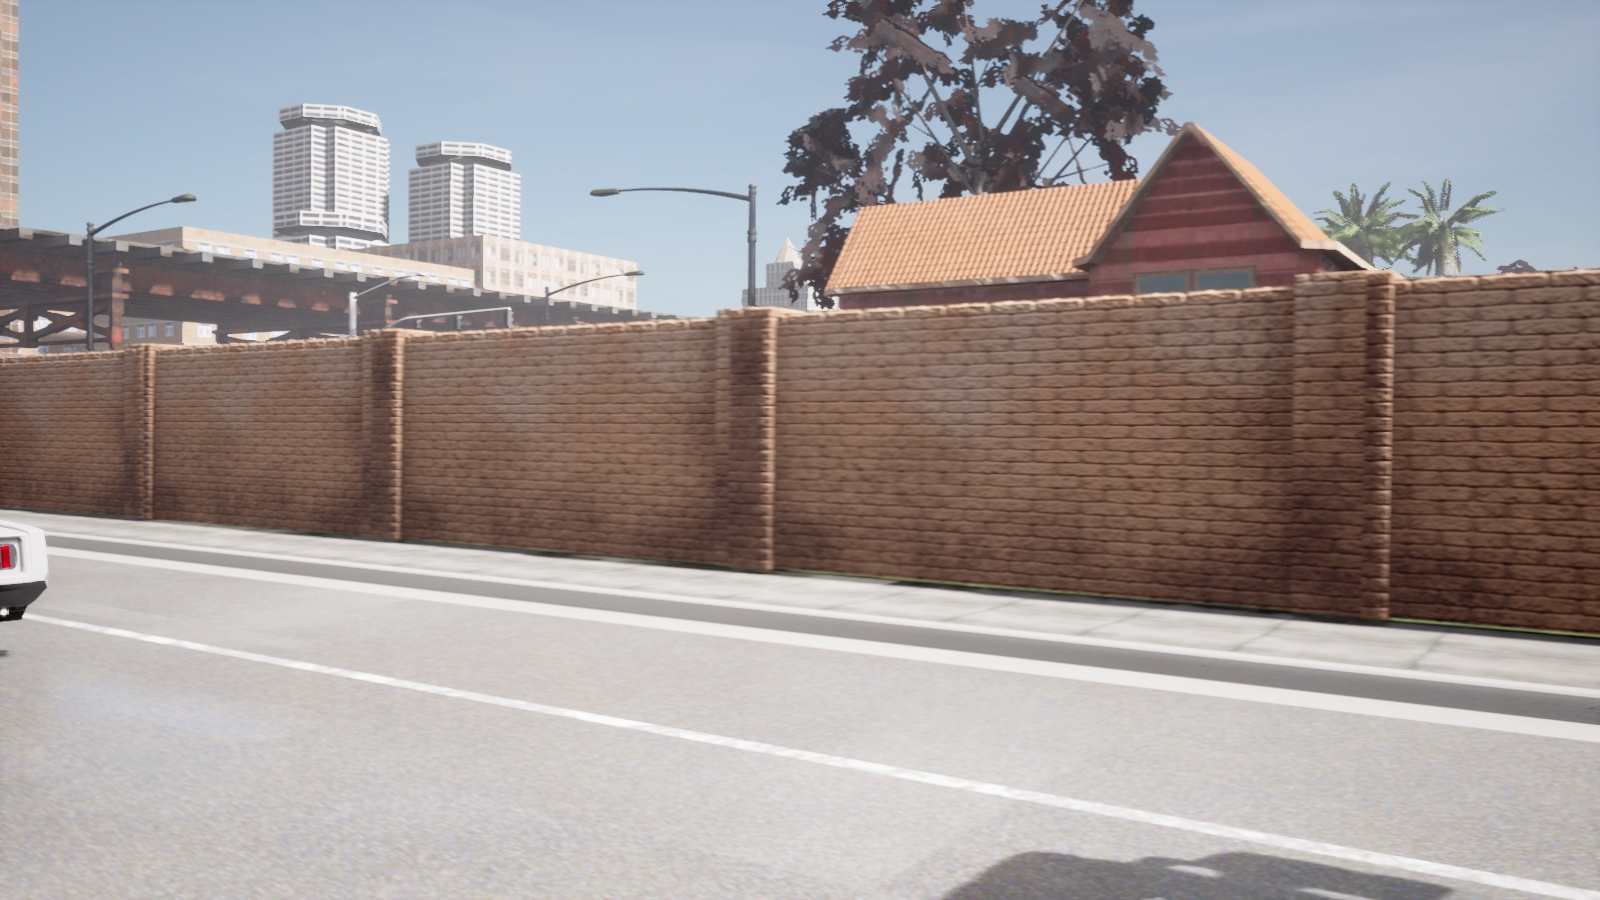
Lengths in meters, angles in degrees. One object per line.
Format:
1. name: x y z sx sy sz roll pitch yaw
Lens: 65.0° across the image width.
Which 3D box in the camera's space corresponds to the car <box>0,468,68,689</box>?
1. car: -7.037 0.782 8.301 4.718 1.301 1.895 0 1 34
